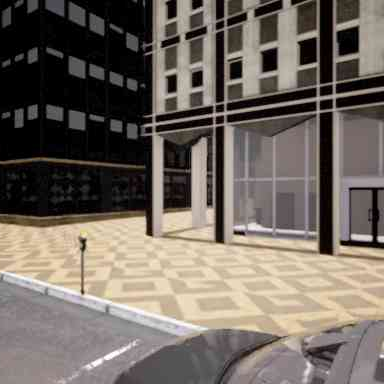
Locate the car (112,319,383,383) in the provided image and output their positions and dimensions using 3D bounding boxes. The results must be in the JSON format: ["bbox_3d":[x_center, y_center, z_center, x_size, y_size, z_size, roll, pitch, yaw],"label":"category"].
[{"bbox_3d":[1.289,1.551,1.953,4.403,1.369,2.008,0,0,35],"label":"car"}]
